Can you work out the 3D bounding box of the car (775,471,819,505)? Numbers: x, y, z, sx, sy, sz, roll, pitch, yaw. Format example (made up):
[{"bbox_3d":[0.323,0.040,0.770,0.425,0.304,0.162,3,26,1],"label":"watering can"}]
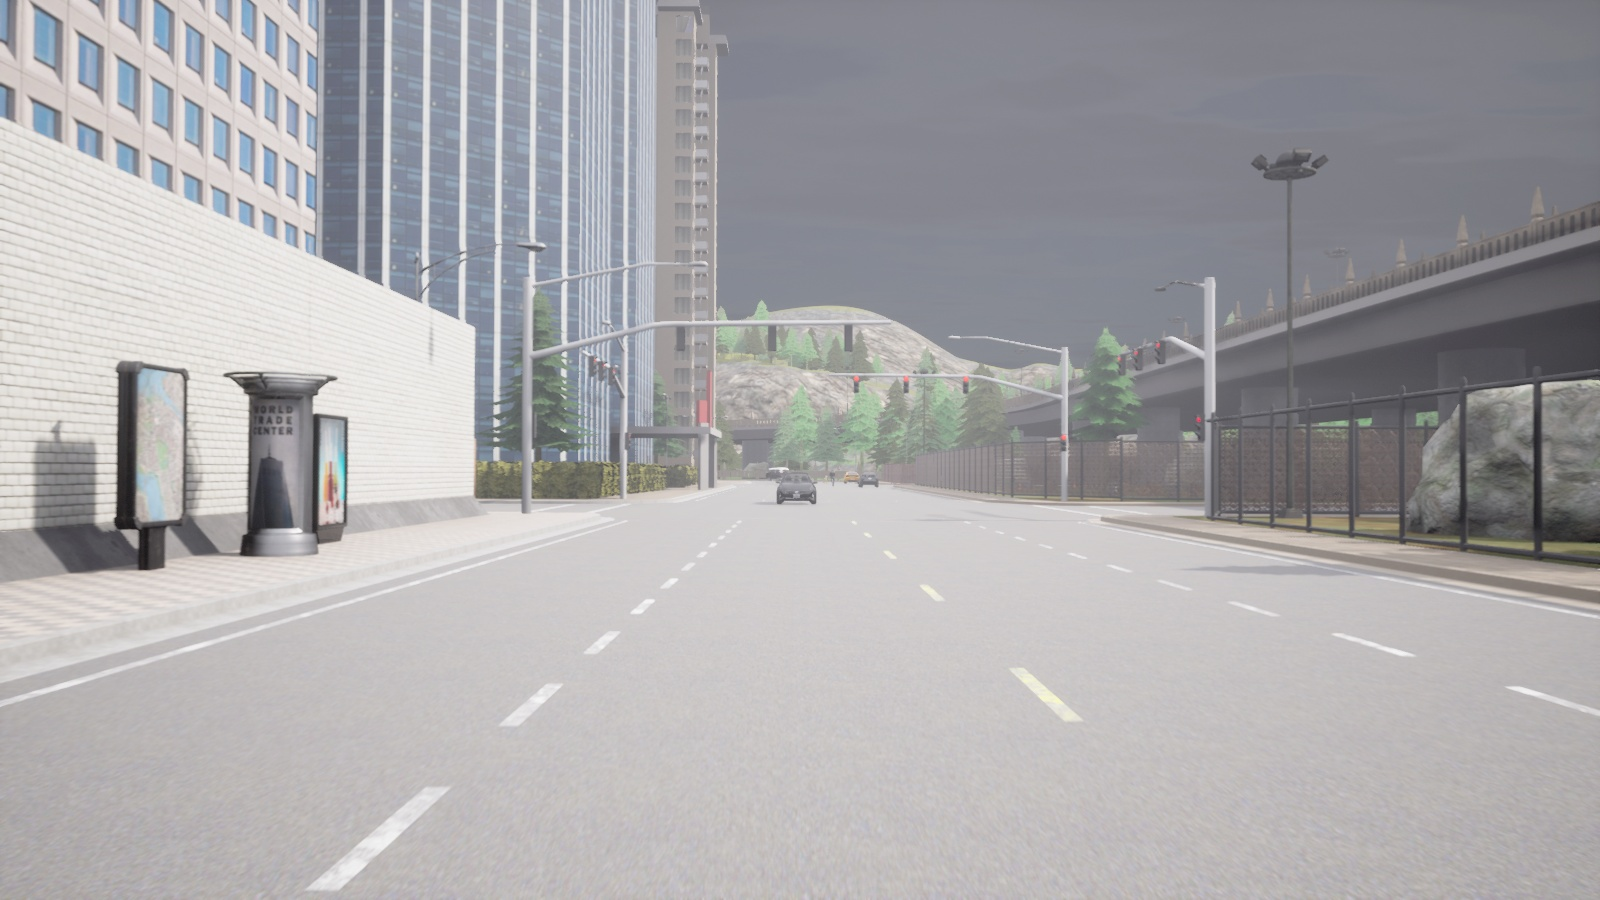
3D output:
[{"bbox_3d":[-0.150,1.808,60.830,2.007,1.525,4.514,0,-1,0],"label":"car"}]
